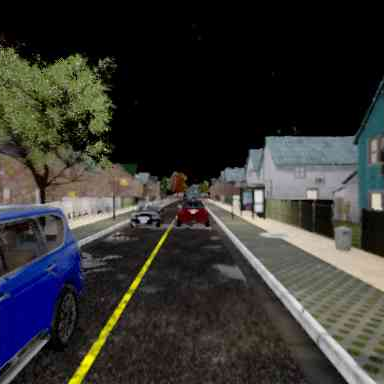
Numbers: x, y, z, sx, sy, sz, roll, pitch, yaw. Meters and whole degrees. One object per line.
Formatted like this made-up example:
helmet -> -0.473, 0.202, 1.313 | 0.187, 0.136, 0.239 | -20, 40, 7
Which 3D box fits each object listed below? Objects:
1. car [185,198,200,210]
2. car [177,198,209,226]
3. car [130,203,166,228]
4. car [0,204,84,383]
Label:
car -> 0.101, 1.507, 42.710 | 1.812, 1.442, 4.674 | 0, 0, 0
car -> 0.086, 1.323, 23.312 | 2.097, 1.767, 4.553 | 0, 0, 0
car -> -2.796, 1.464, 21.807 | 2.128, 1.511, 4.902 | 0, 0, 0
car -> -2.834, 1.212, 3.243 | 2.150, 2.045, 5.566 | 0, 0, 0
